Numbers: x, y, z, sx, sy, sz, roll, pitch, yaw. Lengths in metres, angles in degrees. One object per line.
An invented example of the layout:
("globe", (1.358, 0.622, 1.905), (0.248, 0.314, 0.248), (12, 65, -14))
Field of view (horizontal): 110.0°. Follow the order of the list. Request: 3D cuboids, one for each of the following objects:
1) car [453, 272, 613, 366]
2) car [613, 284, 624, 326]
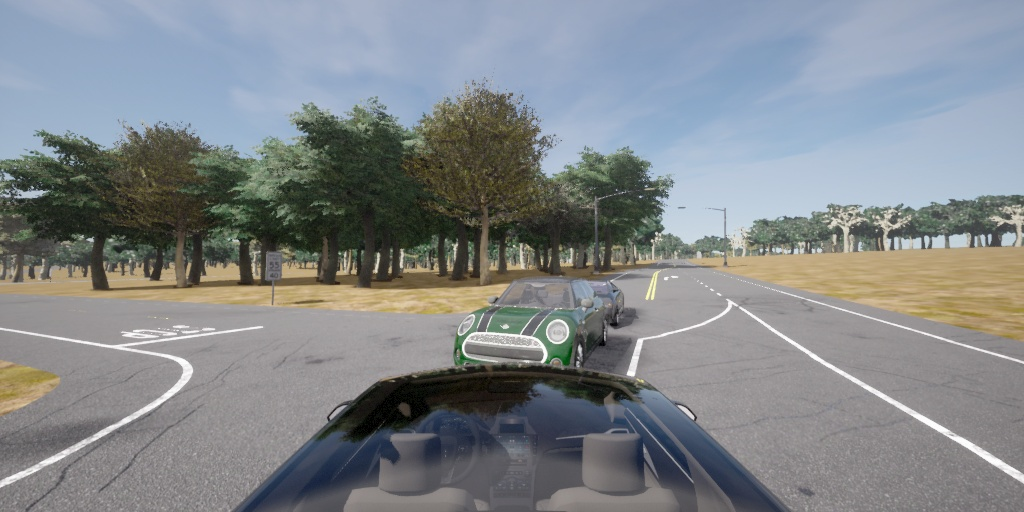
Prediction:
("car", (0.674, 1.222, 7.484), (2.097, 1.767, 4.553), (-1, -2, 22))
("car", (2.895, 1.555, 12.918), (1.994, 1.385, 4.181), (-2, 0, 22))
